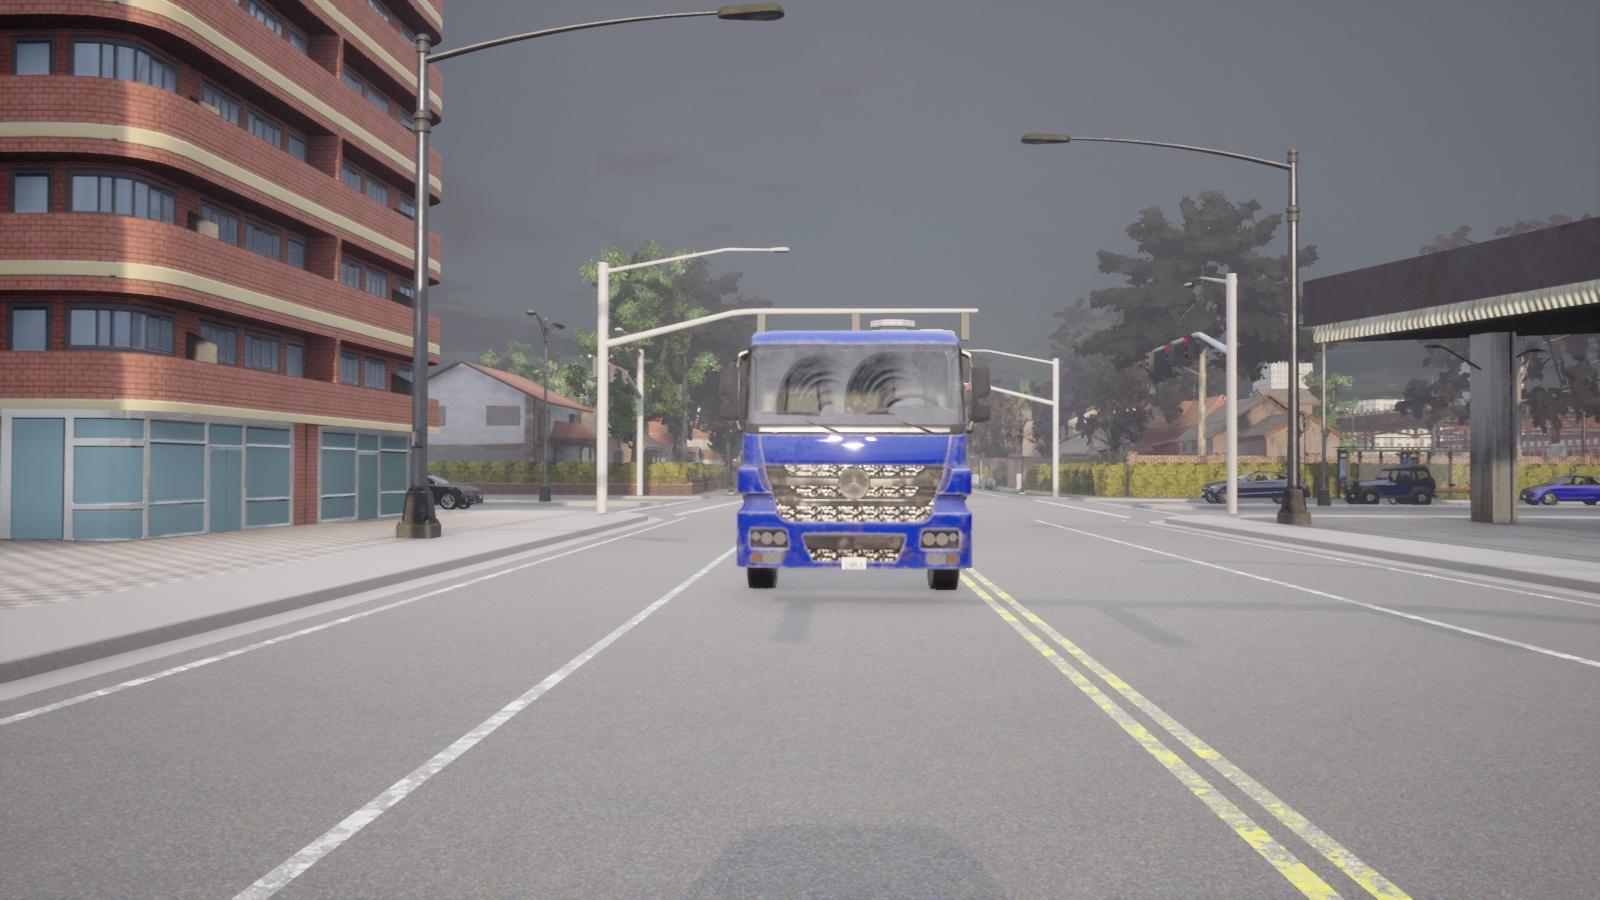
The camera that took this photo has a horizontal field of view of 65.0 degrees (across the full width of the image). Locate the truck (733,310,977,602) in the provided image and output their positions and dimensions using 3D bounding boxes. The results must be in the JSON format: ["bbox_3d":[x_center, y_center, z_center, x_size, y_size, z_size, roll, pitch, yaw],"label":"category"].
[{"bbox_3d":[0.784,0.140,18.900,2.891,3.462,7.936,0,-1,2],"label":"truck"}]

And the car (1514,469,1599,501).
[{"bbox_3d":[37.259,1.682,60.922,4.193,1.474,1.816,0,-1,3],"label":"car"}]

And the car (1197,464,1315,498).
[{"bbox_3d":[22.357,1.519,61.699,5.027,1.651,2.152,0,-1,2],"label":"car"}]

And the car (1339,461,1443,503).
[{"bbox_3d":[27.228,1.455,57.927,3.866,1.878,1.905,0,-1,3],"label":"car"}]

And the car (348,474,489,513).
[{"bbox_3d":[-14.748,1.680,48.682,4.892,1.490,1.837,0,-1,4],"label":"car"}]
